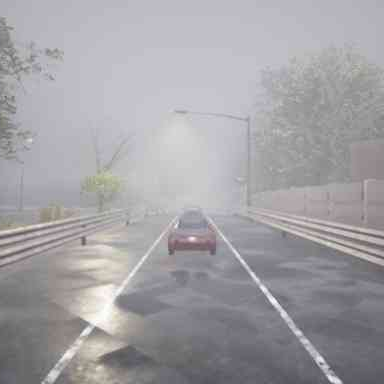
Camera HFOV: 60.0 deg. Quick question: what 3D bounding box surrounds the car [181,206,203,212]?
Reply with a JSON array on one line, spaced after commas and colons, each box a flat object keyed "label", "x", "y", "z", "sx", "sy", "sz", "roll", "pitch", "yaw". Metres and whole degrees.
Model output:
[{"label": "car", "x": 0.027, "y": 1.953, "z": 29.973, "sx": 1.812, "sy": 1.442, "sz": 4.674, "roll": 0, "pitch": -1, "yaw": 1}]

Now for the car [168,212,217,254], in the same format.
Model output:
[{"label": "car", "x": 0.023, "y": 1.772, "z": 14.580, "sx": 1.994, "sy": 1.385, "sz": 4.181, "roll": 0, "pitch": -1, "yaw": 0}]
